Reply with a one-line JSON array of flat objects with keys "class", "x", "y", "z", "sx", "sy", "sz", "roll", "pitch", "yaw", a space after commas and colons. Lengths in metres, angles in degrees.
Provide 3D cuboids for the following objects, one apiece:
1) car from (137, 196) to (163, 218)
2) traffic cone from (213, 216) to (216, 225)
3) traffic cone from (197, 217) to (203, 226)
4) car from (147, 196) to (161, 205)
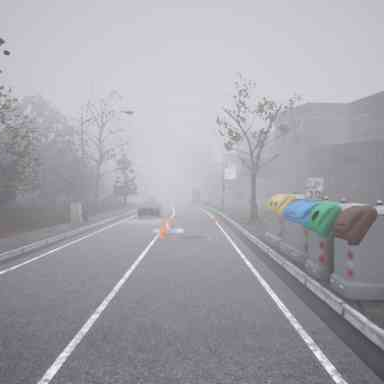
[{"class": "car", "x": -3.672, "y": 1.422, "z": 29.679, "sx": 1.882, "sy": 1.535, "sz": 5.008, "roll": 0, "pitch": 0, "yaw": -1}, {"class": "traffic cone", "x": 1.495, "y": 1.913, "z": 22.085, "sx": 0.340, "sy": 0.580, "sz": 0.340, "roll": 0, "pitch": 0, "yaw": 6}, {"class": "traffic cone", "x": 0.529, "y": 1.913, "z": 21.955, "sx": 0.340, "sy": 0.580, "sz": 0.340, "roll": 0, "pitch": 0, "yaw": 0}, {"class": "car", "x": -6.634, "y": 1.455, "z": 57.510, "sx": 1.837, "sy": 1.490, "sz": 4.892, "roll": -1, "pitch": 0, "yaw": -12}]
